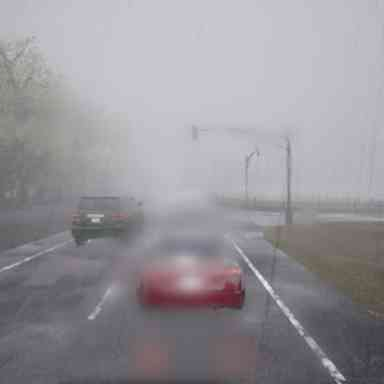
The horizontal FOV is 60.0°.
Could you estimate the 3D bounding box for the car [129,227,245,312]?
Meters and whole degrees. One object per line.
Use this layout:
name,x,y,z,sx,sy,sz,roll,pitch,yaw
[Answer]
car,-0.007,1.496,7.638,1.994,1.385,4.181,0,1,0

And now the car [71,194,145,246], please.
car,-3.461,1.091,14.691,2.150,2.045,5.566,0,1,0
